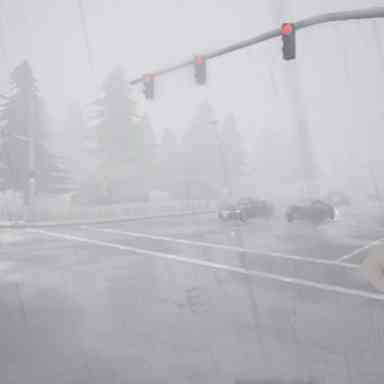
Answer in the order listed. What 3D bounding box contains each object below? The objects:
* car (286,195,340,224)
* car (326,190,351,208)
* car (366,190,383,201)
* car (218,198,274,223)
[{"bbox_3d":[7.568,1.154,21.132,1.812,1.442,4.674,0,1,40],"label":"car"},{"bbox_3d":[14.855,0.697,34.607,2.097,1.767,4.553,0,1,43],"label":"car"},{"bbox_3d":[26.277,0.379,46.962,2.033,1.411,5.357,0,1,42],"label":"car"},{"bbox_3d":[3.693,1.142,22.411,2.128,1.511,4.902,0,1,42],"label":"car"}]
